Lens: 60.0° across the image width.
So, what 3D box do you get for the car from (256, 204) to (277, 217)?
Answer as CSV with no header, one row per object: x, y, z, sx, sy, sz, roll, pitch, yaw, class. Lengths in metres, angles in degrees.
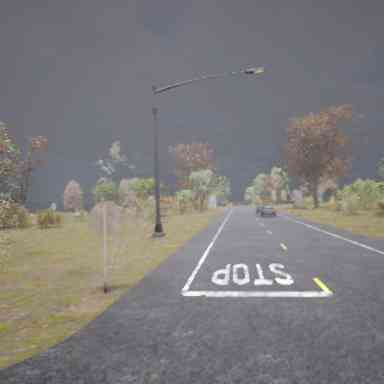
9.892,2.429,43.239,2.128,1.511,4.902,-2,-2,8,car

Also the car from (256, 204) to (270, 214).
11.304,2.703,53.435,1.837,1.490,4.892,-2,-1,8,car
